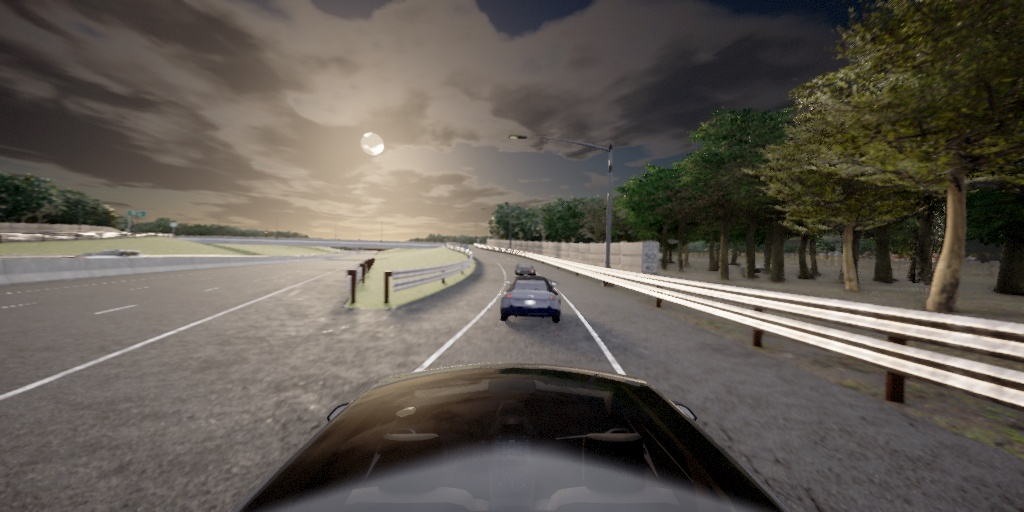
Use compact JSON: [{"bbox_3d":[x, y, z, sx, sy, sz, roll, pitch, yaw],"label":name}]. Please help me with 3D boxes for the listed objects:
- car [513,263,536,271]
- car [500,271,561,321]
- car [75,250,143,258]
[{"bbox_3d":[1.113,1.340,33.954,1.895,1.301,4.718,1,1,-2],"label":"car"},{"bbox_3d":[0.664,1.416,12.991,1.994,1.385,4.181,1,-1,3],"label":"car"},{"bbox_3d":[-38.506,0.395,34.842,2.150,2.045,5.566,1,-1,-20],"label":"car"}]
